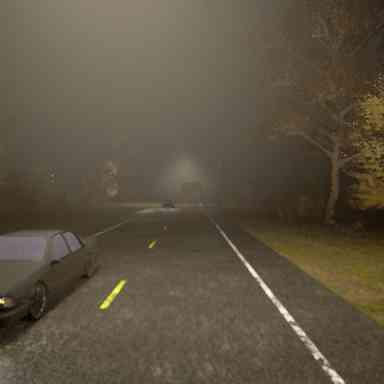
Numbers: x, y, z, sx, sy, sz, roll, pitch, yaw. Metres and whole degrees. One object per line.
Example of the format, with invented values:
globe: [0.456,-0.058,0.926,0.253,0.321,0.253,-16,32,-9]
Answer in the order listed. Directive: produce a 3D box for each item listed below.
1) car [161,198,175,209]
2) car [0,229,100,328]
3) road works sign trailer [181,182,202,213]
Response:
car: [-3.579,1.775,51.035,1.837,1.490,4.892,0,-1,0]
car: [-3.602,1.587,7.549,2.033,1.411,5.357,0,0,0]
road works sign trailer: [-0.006,0.667,38.837,2.380,3.560,2.880,0,0,0]
